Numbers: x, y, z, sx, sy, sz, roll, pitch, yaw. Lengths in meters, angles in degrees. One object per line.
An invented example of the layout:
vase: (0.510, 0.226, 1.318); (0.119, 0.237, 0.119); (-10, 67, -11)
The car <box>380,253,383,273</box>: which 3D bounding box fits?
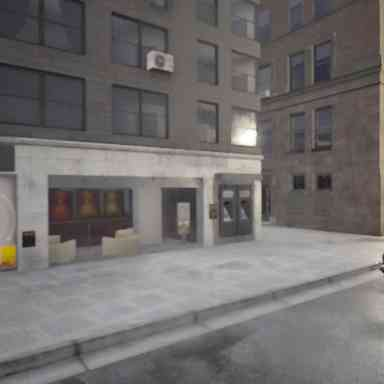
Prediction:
car: (6.495, 1.526, 7.948); (4.718, 1.301, 1.895); (-1, 0, -35)
